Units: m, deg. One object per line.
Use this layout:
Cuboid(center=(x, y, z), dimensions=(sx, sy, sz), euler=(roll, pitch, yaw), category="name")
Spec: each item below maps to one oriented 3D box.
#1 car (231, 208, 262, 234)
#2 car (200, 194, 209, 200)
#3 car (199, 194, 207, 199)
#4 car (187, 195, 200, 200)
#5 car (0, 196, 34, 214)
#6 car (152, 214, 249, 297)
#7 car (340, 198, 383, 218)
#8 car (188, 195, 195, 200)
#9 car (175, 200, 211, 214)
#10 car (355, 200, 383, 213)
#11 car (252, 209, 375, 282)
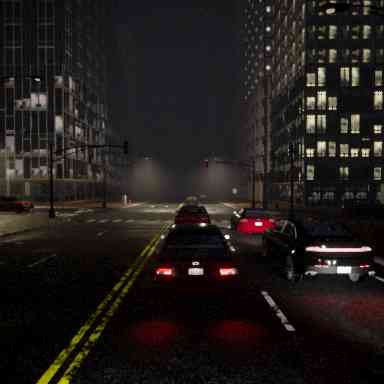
Cuboid(center=(3.304, 1.551, 18.480), dimensions=(1.994, 1.385, 4.181), euler=(0, 0, 0), category="car")
Cuboid(center=(3.050, 1.499, 81.434), dimensions=(1.895, 1.301, 4.718), euler=(0, 0, 0), category="car")
Cuboid(center=(3.025, 1.251, 91.406), dimensions=(1.812, 1.442, 4.674), euler=(0, 0, 0), category="car")
Cuboid(center=(-0.049, 1.541, 62.391), dimensions=(1.895, 1.301, 4.718), euler=(0, 0, 0), category="car")
Cuboid(center=(-18.290, 1.201, 33.294), dimensions=(4.553, 1.767, 2.097), euler=(1, 1, 1), category="car")
Cuboid(center=(0.080, 1.542, 8.764), dimensions=(2.033, 1.411, 5.357), euler=(0, 0, 0), category="car")
Cuboid(center=(16.127, 1.514, 30.232), dimensions=(5.009, 1.841, 2.192), euler=(1, 0, 1), category="car")
Cuboid(center=(-0.229, 1.444, 92.866), dimensions=(1.994, 1.385, 4.181), euler=(0, 0, 0), category="car")
Cuboid(center=(0.059, 1.465, 18.584), dimensions=(1.882, 1.535, 5.008), euler=(0, 0, 1), category="car")
Cuboid(center=(21.715, 1.636, 38.532), dimensions=(4.829, 1.417, 1.752), euler=(1, 0, 1), category="car")
Cuboid(center=(3.325, 1.486, 9.679), dimensions=(2.128, 1.511, 4.902), euler=(0, 0, 0), category="car")
